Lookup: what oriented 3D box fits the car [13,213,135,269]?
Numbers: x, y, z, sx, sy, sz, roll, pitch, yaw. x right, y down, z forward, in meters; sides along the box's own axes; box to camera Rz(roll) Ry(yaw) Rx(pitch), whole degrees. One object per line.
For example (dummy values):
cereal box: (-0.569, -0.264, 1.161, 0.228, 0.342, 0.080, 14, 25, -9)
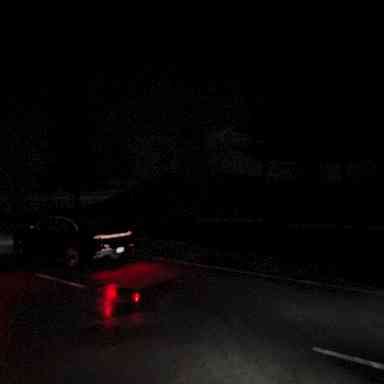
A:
car: (-4.060, 1.461, 11.088, 4.902, 1.511, 2.128, 0, 0, 35)
